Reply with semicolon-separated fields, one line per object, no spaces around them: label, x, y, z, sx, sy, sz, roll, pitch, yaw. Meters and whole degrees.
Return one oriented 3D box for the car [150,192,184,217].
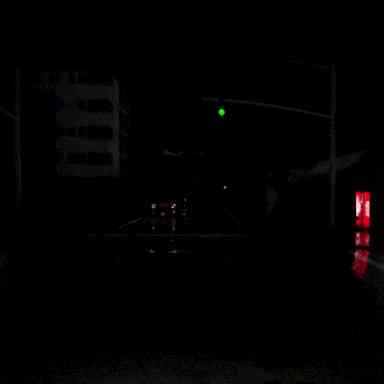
car;-2.087;1.066;27.373;2.097;1.767;4.553;0;1;3

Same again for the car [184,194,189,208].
car;-1.478;0.945;38.987;2.097;1.767;4.553;0;1;3
